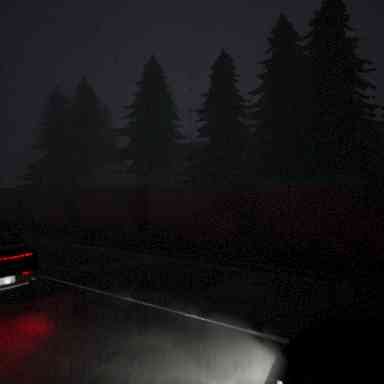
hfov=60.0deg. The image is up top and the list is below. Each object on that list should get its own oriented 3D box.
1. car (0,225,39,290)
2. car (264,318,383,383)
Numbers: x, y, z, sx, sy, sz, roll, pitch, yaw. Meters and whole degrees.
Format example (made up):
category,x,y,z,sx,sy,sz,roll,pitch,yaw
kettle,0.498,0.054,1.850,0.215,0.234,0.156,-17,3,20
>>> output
category,x,y,z,sx,sy,sz,roll,pitch,yaw
car,-5.638,1.505,8.007,4.892,1.490,1.837,0,0,35
car,2.566,1.562,2.162,4.181,1.385,1.994,0,0,35
